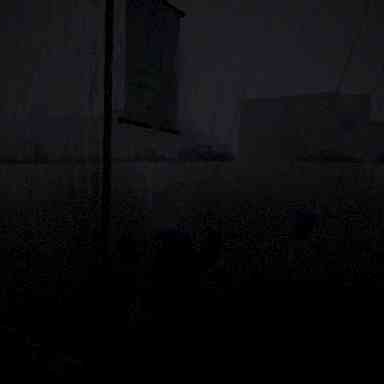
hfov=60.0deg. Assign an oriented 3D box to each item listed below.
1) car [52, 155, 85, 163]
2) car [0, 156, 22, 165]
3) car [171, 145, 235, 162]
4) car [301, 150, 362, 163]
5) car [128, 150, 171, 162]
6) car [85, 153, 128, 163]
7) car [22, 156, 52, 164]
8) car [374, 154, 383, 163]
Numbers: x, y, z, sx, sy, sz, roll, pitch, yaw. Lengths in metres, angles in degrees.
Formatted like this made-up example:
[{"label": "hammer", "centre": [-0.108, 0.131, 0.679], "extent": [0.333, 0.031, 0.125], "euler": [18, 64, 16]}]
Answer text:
[{"label": "car", "centre": [-13.697, -3.641, 39.111], "extent": [4.674, 1.452, 2.002], "euler": [2, 1, 28]}, {"label": "car", "centre": [-23.552, -4.084, 44.517], "extent": [4.553, 1.767, 2.185], "euler": [2, 1, 31]}, {"label": "car", "centre": [1.316, -3.459, 31.873], "extent": [5.566, 2.045, 2.435], "euler": [2, 1, 25]}, {"label": "car", "centre": [11.495, -2.748, 27.631], "extent": [4.674, 1.452, 2.002], "euler": [3, 1, 22]}, {"label": "car", "centre": [-3.785, -3.513, 34.211], "extent": [4.553, 1.767, 2.185], "euler": [2, 1, 26]}, {"label": "car", "centre": [-8.866, -3.545, 36.654], "extent": [4.892, 1.521, 2.231], "euler": [2, 1, 27]}, {"label": "car", "centre": [-18.561, -3.787, 41.718], "extent": [4.792, 1.488, 2.163], "euler": [2, 1, 29]}, {"label": "car", "centre": [16.665, -2.505, 25.647], "extent": [4.674, 1.452, 2.002], "euler": [3, 1, 21]}]
